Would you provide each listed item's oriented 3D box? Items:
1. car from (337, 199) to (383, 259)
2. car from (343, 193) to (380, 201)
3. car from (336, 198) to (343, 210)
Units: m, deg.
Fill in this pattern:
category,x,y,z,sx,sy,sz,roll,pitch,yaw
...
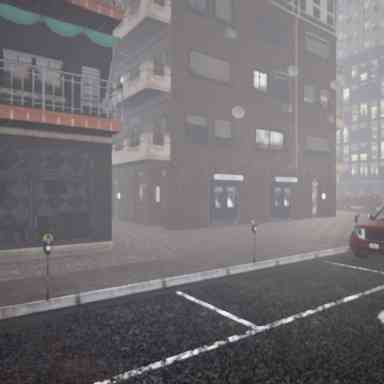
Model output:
category,x,y,z,sx,sy,sz,roll,pitch,yaw
car,7.506,1.299,11.424,5.009,1.841,2.192,0,0,-35
car,19.366,1.055,38.951,2.192,1.841,5.009,1,0,-36
car,12.751,1.288,34.201,1.802,1.307,4.206,1,0,-36
